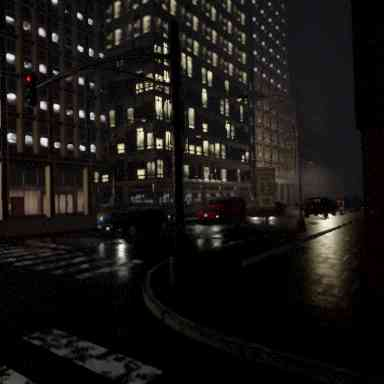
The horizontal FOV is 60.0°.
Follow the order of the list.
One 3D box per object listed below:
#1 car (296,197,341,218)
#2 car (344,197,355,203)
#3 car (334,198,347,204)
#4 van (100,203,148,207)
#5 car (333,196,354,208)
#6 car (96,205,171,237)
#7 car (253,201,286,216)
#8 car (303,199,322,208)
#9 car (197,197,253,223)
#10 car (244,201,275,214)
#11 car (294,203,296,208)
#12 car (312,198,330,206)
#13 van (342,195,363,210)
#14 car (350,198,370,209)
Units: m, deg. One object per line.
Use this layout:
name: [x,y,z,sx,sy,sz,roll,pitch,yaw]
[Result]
car: [11.936,1.398,31.119,2.192,1.841,5.009,-2,-1,36]
car: [40.685,2.068,85.631,1.802,1.307,4.206,-2,-2,36]
car: [34.219,2.009,76.606,2.008,1.369,4.403,-2,-2,36]
van: [-4.570,1.658,22.455,1.690,1.788,3.998,-2,-1,36]
car: [23.620,1.566,51.873,2.097,1.767,4.553,-2,-1,36]
car: [-3.223,1.738,19.922,1.837,1.490,4.892,-2,-1,33]
car: [8.672,1.748,36.473,1.882,1.535,5.008,-2,-1,36]
car: [21.191,1.931,58.417,1.752,1.417,4.829,-2,-2,36]
car: [2.664,1.473,28.113,2.150,2.045,5.566,-2,-1,36]
car: [8.263,1.884,40.365,1.752,1.417,4.829,-2,-1,36]
car: [18.056,1.834,54.044,1.967,1.590,4.097,-2,-2,36]
car: [24.524,1.969,63.068,2.008,1.369,4.403,-2,-2,36]
van: [21.632,1.457,44.657,1.690,1.788,3.998,-2,-2,36]
car: [24.870,1.679,49.165,2.008,1.369,4.403,-2,-2,36]
